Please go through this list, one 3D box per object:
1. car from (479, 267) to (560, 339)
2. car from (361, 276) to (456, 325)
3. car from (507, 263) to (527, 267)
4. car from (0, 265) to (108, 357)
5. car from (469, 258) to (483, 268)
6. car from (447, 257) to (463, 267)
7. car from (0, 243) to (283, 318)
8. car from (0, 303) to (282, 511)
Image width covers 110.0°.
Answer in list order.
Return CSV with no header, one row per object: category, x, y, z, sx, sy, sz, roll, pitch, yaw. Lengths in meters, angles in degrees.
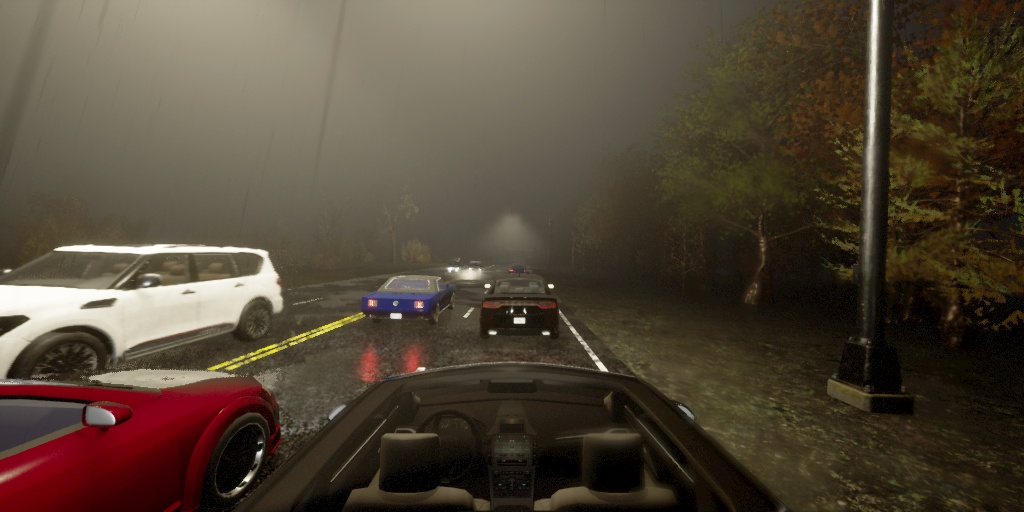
car,0.203,1.235,10.163,1.882,1.535,5.008,0,0,1
car,-3.014,1.281,11.575,1.895,1.301,4.718,2,0,0
car,0.533,1.297,30.611,1.812,1.442,4.674,1,0,0
car,-9.790,0.978,5.396,1.837,1.490,4.892,2,0,1
car,-5.585,1.089,56.228,1.812,1.442,4.674,2,0,2
car,-8.834,0.957,56.240,2.128,1.511,4.902,2,0,2
car,-6.525,0.794,6.202,2.150,2.045,5.566,2,0,1
car,-3.141,1.241,1.621,1.994,1.385,4.181,2,0,1
